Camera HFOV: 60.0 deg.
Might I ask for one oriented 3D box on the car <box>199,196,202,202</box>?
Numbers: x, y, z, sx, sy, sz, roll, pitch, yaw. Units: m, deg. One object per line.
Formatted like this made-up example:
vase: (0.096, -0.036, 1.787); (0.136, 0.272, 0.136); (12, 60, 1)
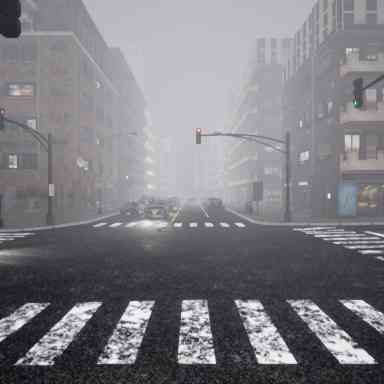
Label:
car: (2.609, 1.599, 54.957); (1.802, 1.307, 4.206); (0, 0, 0)

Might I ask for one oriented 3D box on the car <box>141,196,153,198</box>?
car: (-5.746, 1.534, 37.725); (1.752, 1.417, 4.829); (0, 0, 0)

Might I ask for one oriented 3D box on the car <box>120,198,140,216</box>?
car: (-5.737, 1.572, 32.212); (1.947, 1.339, 4.313); (0, 0, 0)

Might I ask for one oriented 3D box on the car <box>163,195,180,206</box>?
car: (-3.162, 1.578, 49.924); (1.994, 1.385, 4.181); (0, 0, 0)

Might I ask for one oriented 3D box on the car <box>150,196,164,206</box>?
car: (-5.771, 1.457, 54.943); (1.967, 1.590, 4.097); (0, 0, 0)

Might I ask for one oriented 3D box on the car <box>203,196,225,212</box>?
car: (2.634, 1.448, 37.910); (1.967, 1.590, 4.097); (0, 0, 0)

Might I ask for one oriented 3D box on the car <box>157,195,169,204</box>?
car: (-5.788, 1.465, 66.308); (1.967, 1.590, 4.097); (0, 0, 0)

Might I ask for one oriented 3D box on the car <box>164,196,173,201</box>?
car: (-5.814, 1.589, 83.354); (2.008, 1.369, 4.403); (0, 0, 0)

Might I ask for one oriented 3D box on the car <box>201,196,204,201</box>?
car: (2.626, 1.451, 43.592); (1.967, 1.590, 4.097); (0, 0, 0)

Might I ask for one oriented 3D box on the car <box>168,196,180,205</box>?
car: (-3.134, 1.498, 59.934); (1.882, 1.535, 5.008); (0, 0, 0)

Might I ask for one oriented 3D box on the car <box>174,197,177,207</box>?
car: (-3.158, 1.610, 39.946); (1.895, 1.301, 4.718); (0, 0, 0)

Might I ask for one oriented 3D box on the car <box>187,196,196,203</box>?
car: (-0.061, 1.539, 70.634); (2.128, 1.511, 4.902); (0, 0, 0)

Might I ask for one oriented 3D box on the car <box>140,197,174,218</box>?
car: (-3.136, 1.497, 30.647); (2.128, 1.511, 4.902); (0, 0, 1)

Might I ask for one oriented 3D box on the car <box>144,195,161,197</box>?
car: (-5.755, 1.326, 43.578); (2.192, 1.841, 5.009); (0, 0, 0)

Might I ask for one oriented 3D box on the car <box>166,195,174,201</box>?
car: (-5.823, 1.595, 89.037); (2.008, 1.369, 4.403); (0, 0, 0)
